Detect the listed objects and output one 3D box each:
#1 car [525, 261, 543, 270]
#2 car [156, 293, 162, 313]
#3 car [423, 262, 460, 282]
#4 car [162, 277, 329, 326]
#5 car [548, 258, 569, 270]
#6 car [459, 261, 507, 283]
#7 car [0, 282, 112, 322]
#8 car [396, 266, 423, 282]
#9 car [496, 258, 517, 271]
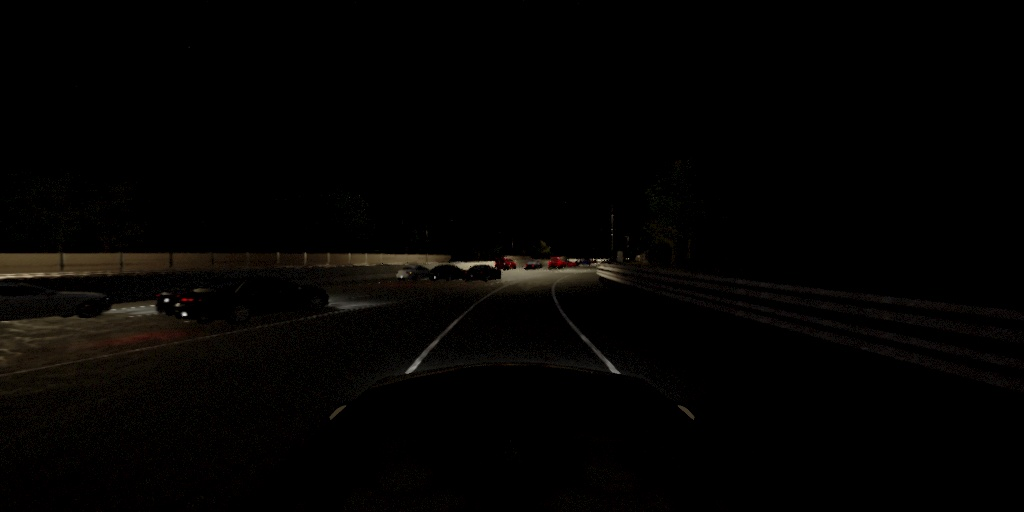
[{"bbox_3d":[3.635,1.645,59.388,2.033,1.411,5.357,-1,0,20],"label":"car"},{"bbox_3d":[-12.111,1.613,15.157,1.994,1.385,4.181,-1,0,20],"label":"car"},{"bbox_3d":[-5.773,1.571,32.959,1.837,1.490,4.892,-1,0,20],"label":"car"},{"bbox_3d":[-9.115,1.510,13.143,1.837,1.490,4.892,-1,0,20],"label":"car"},{"bbox_3d":[7.617,1.279,60.150,2.150,2.045,5.566,-1,0,20],"label":"car"},{"bbox_3d":[-2.473,1.501,31.793,1.882,1.535,5.008,-1,0,20],"label":"car"},{"bbox_3d":[-16.917,1.615,12.097,1.812,1.442,4.674,-1,0,20],"label":"car"},{"bbox_3d":[-9.071,1.633,34.128,1.812,1.442,4.674,-1,0,20],"label":"car"},{"bbox_3d":[-0.989,1.356,56.843,2.150,2.045,5.566,-1,0,20],"label":"car"}]
